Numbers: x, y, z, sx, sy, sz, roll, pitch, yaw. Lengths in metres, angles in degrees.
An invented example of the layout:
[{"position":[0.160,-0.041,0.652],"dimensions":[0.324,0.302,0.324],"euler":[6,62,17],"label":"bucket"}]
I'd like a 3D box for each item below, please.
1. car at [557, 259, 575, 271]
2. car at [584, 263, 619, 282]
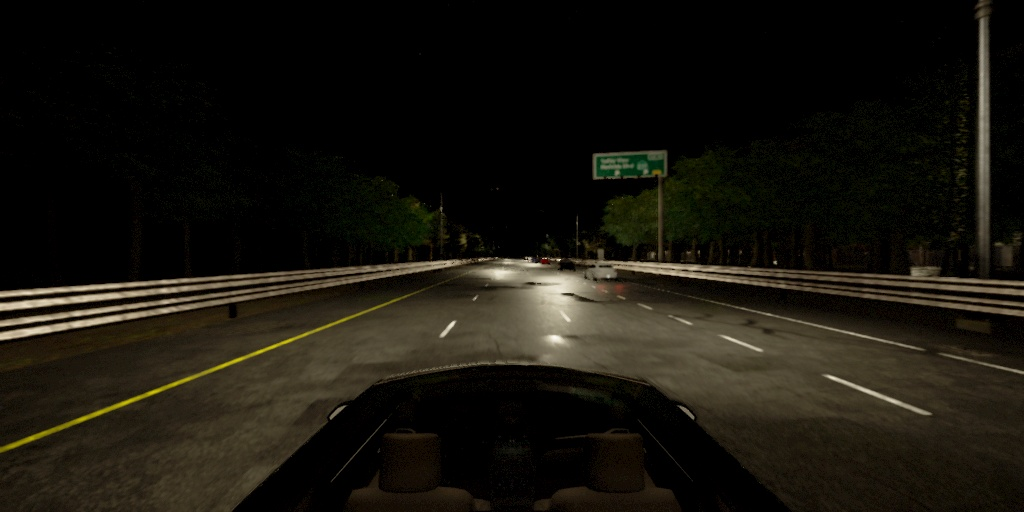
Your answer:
[{"position":[7.068,1.216,47.398],"dimensions":[1.882,1.535,5.008],"euler":[0,0,0],"label":"car"},{"position":[7.033,1.271,28.464],"dimensions":[1.812,1.442,4.674],"euler":[0,0,0],"label":"car"}]
